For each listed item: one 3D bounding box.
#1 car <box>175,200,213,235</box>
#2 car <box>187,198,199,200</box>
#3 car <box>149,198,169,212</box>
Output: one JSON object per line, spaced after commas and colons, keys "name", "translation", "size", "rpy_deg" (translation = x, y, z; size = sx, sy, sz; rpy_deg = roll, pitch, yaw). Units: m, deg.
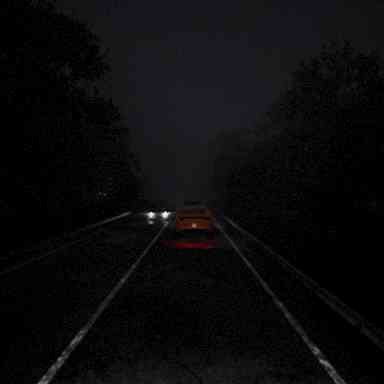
{"name": "car", "translation": [0.107, 1.456, 18.559], "size": [1.882, 1.535, 5.008], "rpy_deg": [0, 0, 0]}
{"name": "car", "translation": [0.111, 1.372, 37.496], "size": [1.882, 1.535, 5.008], "rpy_deg": [0, 0, 0]}
{"name": "car", "translation": [-3.581, 1.403, 36.825], "size": [1.837, 1.490, 4.892], "rpy_deg": [0, 0, 0]}
